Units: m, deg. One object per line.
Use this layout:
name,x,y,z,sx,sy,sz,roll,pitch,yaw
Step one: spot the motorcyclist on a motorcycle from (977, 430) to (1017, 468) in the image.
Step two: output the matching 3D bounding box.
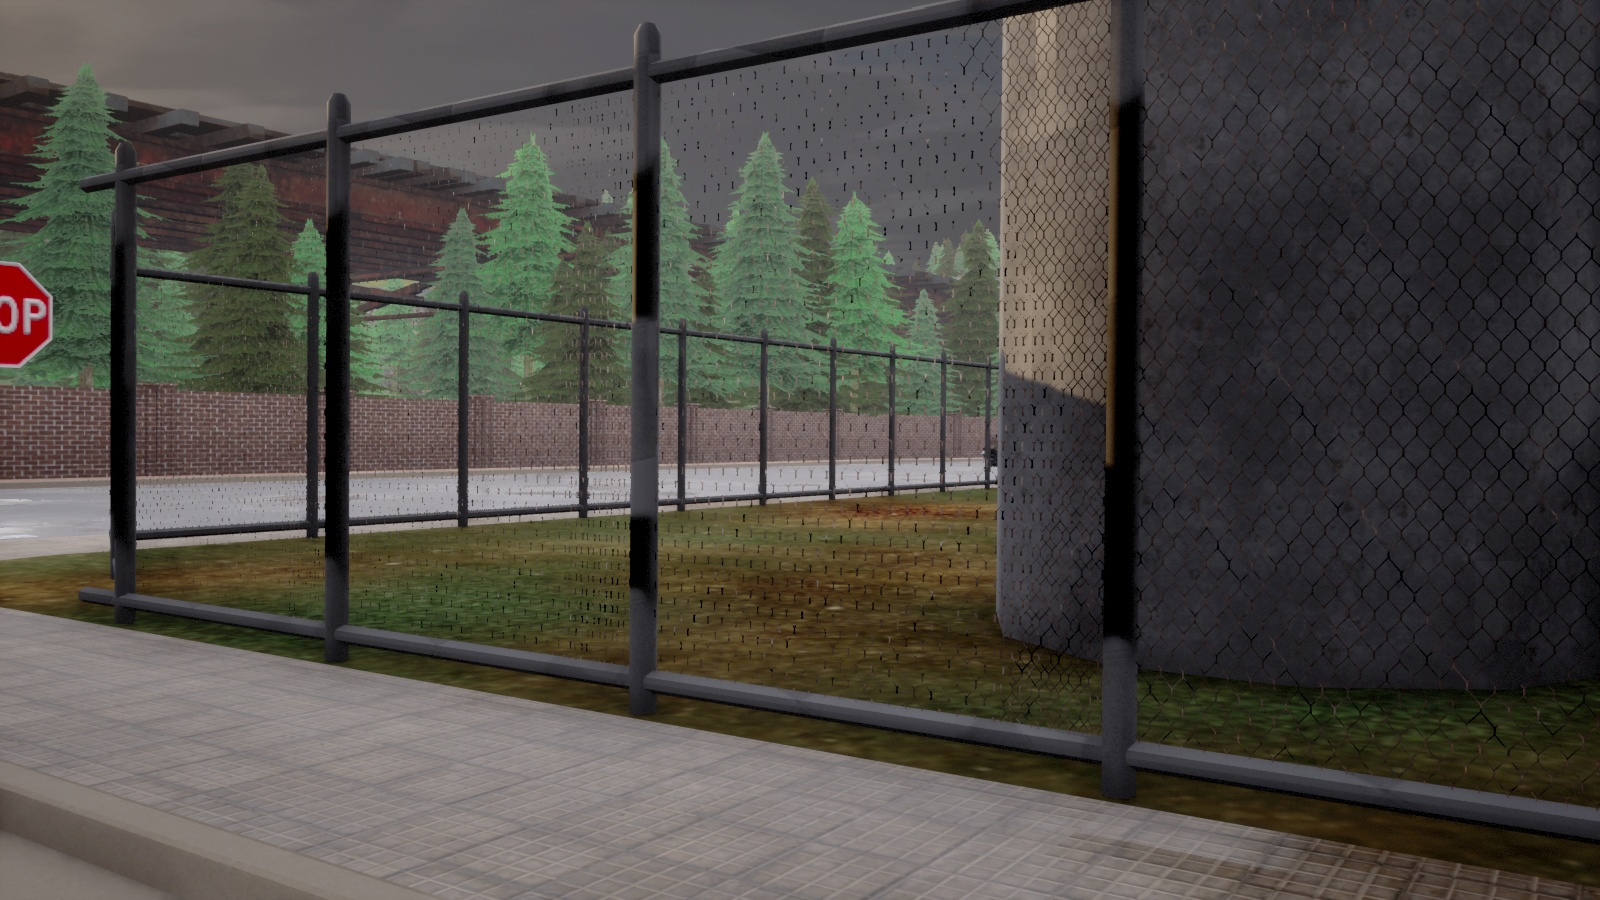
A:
motorcyclist on a motorcycle,8.005,-0.054,50.908,0.797,1.523,2.044,0,1,34
